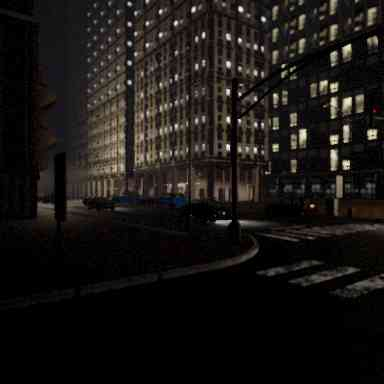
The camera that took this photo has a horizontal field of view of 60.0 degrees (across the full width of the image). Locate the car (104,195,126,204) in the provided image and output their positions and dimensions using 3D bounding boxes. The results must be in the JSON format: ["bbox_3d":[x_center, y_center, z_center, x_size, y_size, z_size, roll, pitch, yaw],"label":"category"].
[{"bbox_3d":[-12.226,1.202,52.694,1.947,1.339,4.313,0,0,-35],"label":"car"}]

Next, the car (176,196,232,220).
[{"bbox_3d":[1.000,1.236,23.967,1.994,1.385,4.181,0,0,-35],"label":"car"}]

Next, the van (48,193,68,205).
[{"bbox_3d":[-19.068,0.971,47.855,1.690,1.788,3.998,0,0,-35],"label":"van"}]

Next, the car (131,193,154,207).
[{"bbox_3d":[-5.703,1.200,43.471,2.008,1.369,4.403,0,0,-35],"label":"car"}]

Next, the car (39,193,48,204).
[{"bbox_3d":[-22.330,1.206,52.467,1.802,1.307,4.206,0,0,-35],"label":"car"}]

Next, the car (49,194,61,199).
[{"bbox_3d":[-35.058,1.185,84.976,1.802,1.307,4.206,0,0,-35],"label":"car"}]

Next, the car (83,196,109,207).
[{"bbox_3d":[-12.522,1.241,43.127,1.895,1.301,4.718,0,0,-35],"label":"car"}]

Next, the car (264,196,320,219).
[{"bbox_3d":[7.345,1.121,25.024,1.967,1.590,4.097,0,0,-35],"label":"car"}]

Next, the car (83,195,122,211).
[{"bbox_3d":[-9.283,1.201,34.020,2.008,1.369,4.403,0,0,-35],"label":"car"}]

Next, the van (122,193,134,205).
[{"bbox_3d":[-8.964,0.984,48.083,1.690,1.788,3.998,0,0,-35],"label":"van"}]

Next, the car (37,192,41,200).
[{"bbox_3d":[-28.853,0.928,61.690,2.192,1.841,5.009,0,0,-35],"label":"car"}]

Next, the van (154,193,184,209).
[{"bbox_3d":[-2.440,0.998,38.859,1.690,1.788,3.998,0,0,-35],"label":"van"}]
